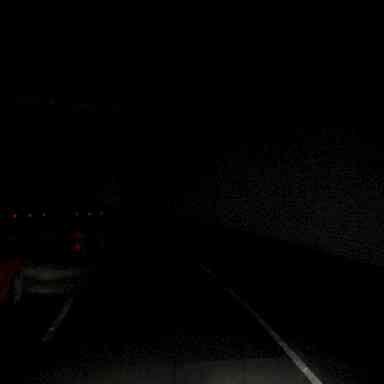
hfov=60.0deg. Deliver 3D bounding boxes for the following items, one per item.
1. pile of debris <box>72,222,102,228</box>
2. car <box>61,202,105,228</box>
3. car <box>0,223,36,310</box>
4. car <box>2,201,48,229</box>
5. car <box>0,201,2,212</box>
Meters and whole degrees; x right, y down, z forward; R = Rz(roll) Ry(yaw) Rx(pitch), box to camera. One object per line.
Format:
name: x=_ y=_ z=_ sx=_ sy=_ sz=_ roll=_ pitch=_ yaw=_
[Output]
pile of debris: x=-7.258 y=2.263 z=22.992 sx=1.500 sy=0.140 sz=1.860 roll=0 pitch=0 yaw=-33
car: x=-7.685 y=1.441 z=23.128 sx=2.097 sy=1.767 sz=4.553 roll=0 pitch=0 yaw=-32
car: x=-4.126 y=1.503 z=4.775 sx=1.882 sy=1.535 sz=5.008 roll=0 pitch=0 yaw=-7
car: x=-10.954 y=1.446 z=21.847 sx=2.097 sy=1.767 sz=4.553 roll=0 pitch=0 yaw=-33
car: x=-21.350 y=1.712 z=36.374 sx=5.357 sy=1.411 sz=2.033 roll=0 pitch=0 yaw=31
